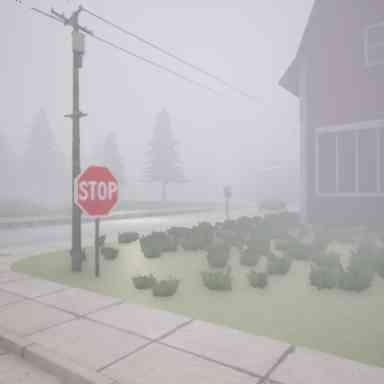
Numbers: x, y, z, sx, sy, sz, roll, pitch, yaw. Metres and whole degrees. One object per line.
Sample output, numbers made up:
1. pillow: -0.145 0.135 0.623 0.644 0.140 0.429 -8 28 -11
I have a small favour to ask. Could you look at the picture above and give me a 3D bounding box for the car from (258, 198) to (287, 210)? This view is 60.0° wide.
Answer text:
1. car: 9.845 1.463 40.419 2.097 1.767 4.553 -1 0 36
